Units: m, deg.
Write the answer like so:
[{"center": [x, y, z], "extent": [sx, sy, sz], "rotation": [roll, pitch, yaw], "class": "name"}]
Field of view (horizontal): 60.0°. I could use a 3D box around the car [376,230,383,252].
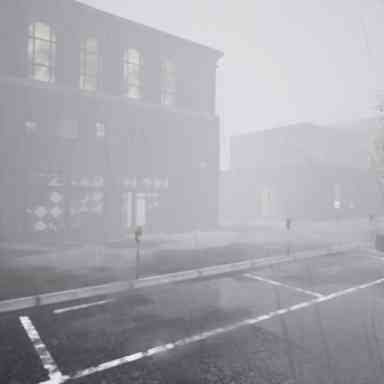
[{"center": [8.853, 1.618, 12.826], "extent": [4.313, 1.339, 1.947], "rotation": [0, 1, -35], "class": "car"}]
